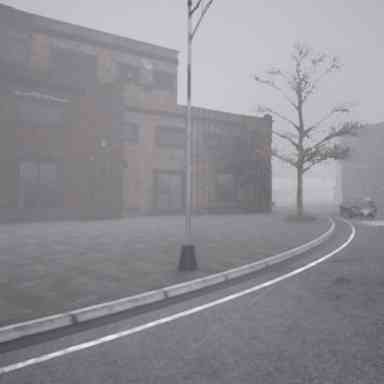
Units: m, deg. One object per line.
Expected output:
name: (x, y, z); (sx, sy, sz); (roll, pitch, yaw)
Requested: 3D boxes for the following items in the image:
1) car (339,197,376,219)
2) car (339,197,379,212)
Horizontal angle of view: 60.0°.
car: (13.440, 1.322, 27.258); (2.128, 1.511, 4.902); (0, 0, 11)
car: (17.907, 1.297, 35.975); (1.837, 1.490, 4.892); (1, 0, 0)
